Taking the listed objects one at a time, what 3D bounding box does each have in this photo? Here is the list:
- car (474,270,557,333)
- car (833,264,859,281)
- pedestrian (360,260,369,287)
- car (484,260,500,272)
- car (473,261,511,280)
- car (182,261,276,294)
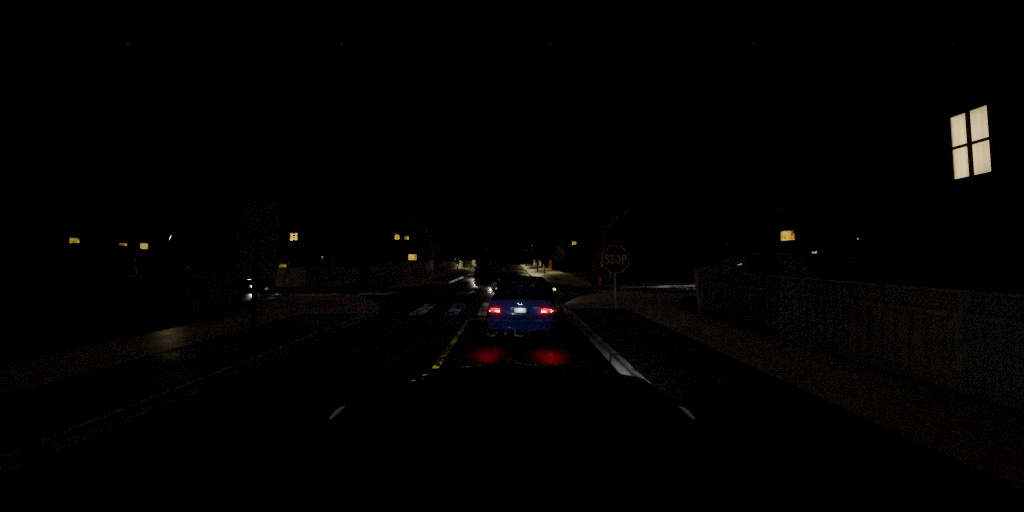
[{"bbox_3d":[0.375,1.310,10.809,2.033,1.411,5.357,0,0,4],"label":"car"},{"bbox_3d":[25.626,1.280,26.950,4.892,1.490,1.837,0,-3,-19],"label":"car"},{"bbox_3d":[-9.793,1.148,23.672,0.375,1.860,0.375,0,-3,-1],"label":"pedestrian"},{"bbox_3d":[-2.773,1.374,49.971,1.882,1.535,5.008,0,-1,0],"label":"car"},{"bbox_3d":[-0.943,1.356,23.561,1.882,1.535,5.008,0,1,-26],"label":"car"},{"bbox_3d":[-14.476,1.060,17.999,4.553,1.767,2.097,0,-3,2],"label":"car"}]
